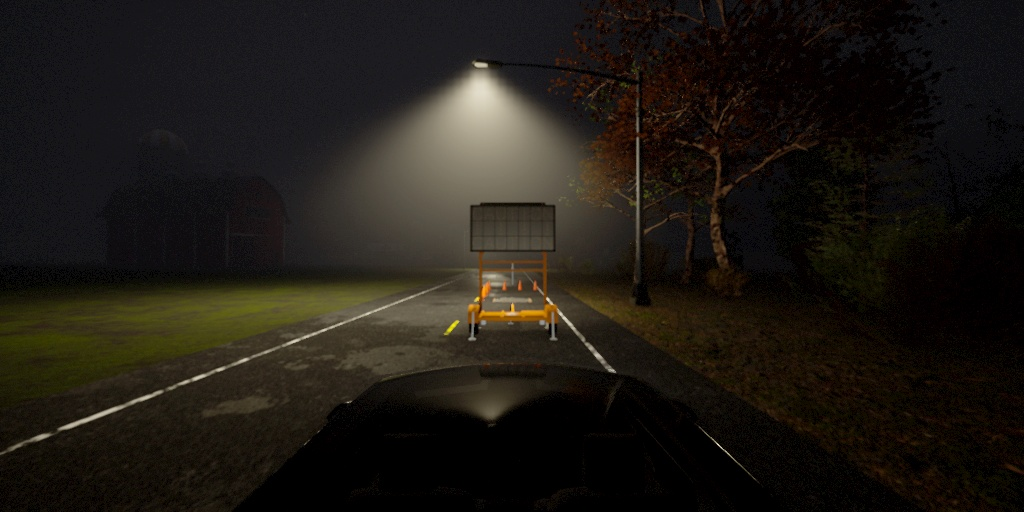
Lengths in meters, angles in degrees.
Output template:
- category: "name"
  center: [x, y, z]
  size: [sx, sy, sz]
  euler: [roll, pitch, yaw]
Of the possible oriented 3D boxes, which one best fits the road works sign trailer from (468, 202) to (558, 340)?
- category: "road works sign trailer"
  center: [0.023, 0.287, 10.220]
  size: [2.380, 3.560, 2.880]
  euler: [0, 0, 0]
